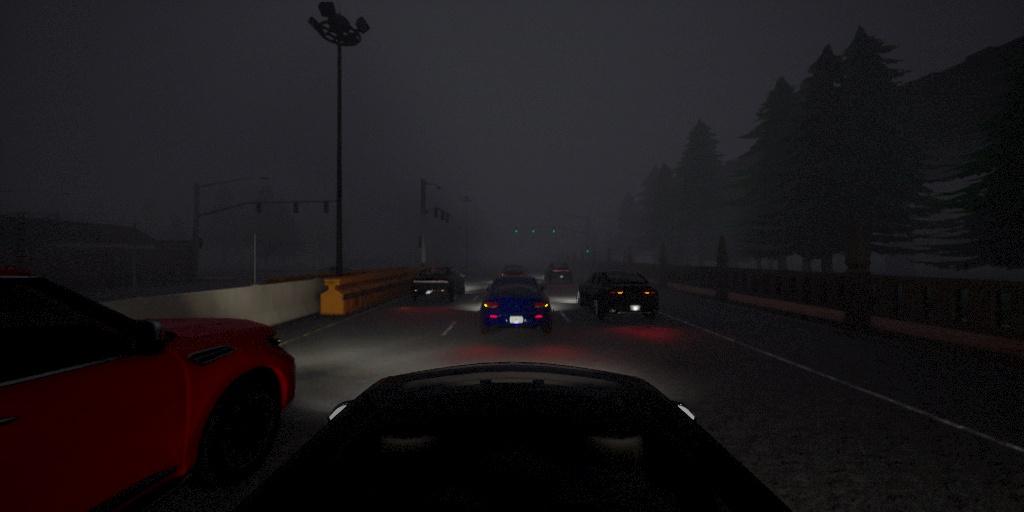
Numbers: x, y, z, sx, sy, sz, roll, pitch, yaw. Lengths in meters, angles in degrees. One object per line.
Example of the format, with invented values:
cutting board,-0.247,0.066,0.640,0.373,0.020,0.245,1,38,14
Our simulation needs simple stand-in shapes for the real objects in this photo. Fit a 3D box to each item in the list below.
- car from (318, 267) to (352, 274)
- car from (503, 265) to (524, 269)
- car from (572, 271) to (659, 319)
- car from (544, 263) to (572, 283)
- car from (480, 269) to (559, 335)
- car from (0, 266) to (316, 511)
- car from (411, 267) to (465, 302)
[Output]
car,-10.555,1.347,21.199,1.994,1.385,4.181,0,0,0
car,0.108,1.314,24.940,1.812,1.442,4.674,0,0,0
car,3.605,1.272,12.886,1.837,1.490,4.892,0,0,0
car,3.610,1.286,28.491,2.128,1.511,4.902,0,0,0
car,0.097,1.290,10.496,1.812,1.442,4.674,0,0,0
car,-3.400,0.974,1.459,2.150,2.045,5.566,0,0,0
car,-3.393,1.268,17.075,2.128,1.511,4.902,0,0,0
